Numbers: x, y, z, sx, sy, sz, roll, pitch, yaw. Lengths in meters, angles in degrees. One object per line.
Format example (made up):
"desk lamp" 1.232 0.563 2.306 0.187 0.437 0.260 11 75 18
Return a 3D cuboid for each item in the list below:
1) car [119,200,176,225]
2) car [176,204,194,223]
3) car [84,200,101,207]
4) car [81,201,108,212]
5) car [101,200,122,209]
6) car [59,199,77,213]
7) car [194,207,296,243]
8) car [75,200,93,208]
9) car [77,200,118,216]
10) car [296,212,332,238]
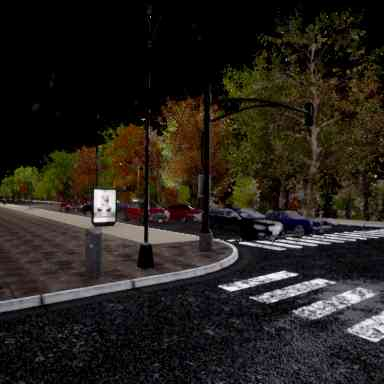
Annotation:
"car" -3.503 1.511 25.593 2.097 1.767 4.553 1 -1 -35
"car" -0.807 1.727 27.404 1.812 1.442 4.674 1 -1 -35
"car" -19.984 2.297 66.880 1.994 1.385 4.181 1 -1 -35
"car" -13.586 1.980 45.942 2.033 1.411 5.357 1 -1 -34
"car" -14.219 2.123 58.555 2.128 1.511 4.902 1 -1 -35
"car" -15.755 1.732 43.361 2.097 1.767 4.553 1 -1 -34
"car" 2.401 1.536 16.542 2.128 1.511 4.902 1 -1 -31
"car" -19.890 2.167 61.023 1.812 1.442 4.674 1 -1 -35
"car" -10.020 1.768 35.018 2.128 1.511 4.902 1 -1 -35
"car" 5.283 1.693 18.598 1.895 1.301 4.718 1 -1 -35
